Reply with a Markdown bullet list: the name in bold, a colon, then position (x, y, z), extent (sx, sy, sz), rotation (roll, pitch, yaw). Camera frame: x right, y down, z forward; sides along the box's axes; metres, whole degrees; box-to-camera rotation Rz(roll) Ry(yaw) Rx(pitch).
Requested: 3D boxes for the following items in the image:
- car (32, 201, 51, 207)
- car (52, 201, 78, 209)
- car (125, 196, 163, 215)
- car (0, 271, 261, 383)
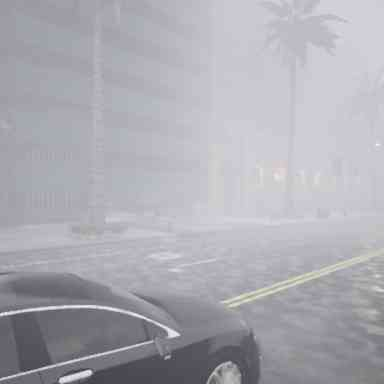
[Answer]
- **car**: position (-26.103, 2.088, 59.772), extent (4.786, 1.482, 2.161), rotation (1, -1, -44)
- **car**: position (-18.370, 2.063, 51.115), extent (4.718, 1.301, 1.895), rotation (1, -1, -44)
- **car**: position (-4.957, 1.529, 38.352), extent (5.566, 2.045, 2.435), rotation (1, -1, -44)
- **car**: position (-1.411, 1.539, 3.049), extent (4.892, 1.490, 1.837), rotation (1, -1, -38)
